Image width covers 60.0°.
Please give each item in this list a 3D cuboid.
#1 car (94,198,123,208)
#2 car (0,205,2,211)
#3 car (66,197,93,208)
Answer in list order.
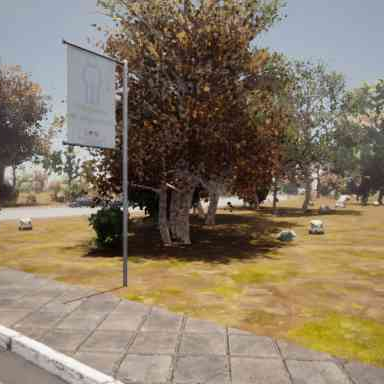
[{"bbox_3d":[-10.426,1.511,46.544,2.033,1.411,5.357,0,0,38],"label":"car"},{"bbox_3d":[-21.596,1.547,32.420,2.033,1.411,5.357,0,0,39],"label":"car"},{"bbox_3d":[-15.045,1.466,46.323,2.128,1.511,4.902,0,0,38],"label":"car"}]
